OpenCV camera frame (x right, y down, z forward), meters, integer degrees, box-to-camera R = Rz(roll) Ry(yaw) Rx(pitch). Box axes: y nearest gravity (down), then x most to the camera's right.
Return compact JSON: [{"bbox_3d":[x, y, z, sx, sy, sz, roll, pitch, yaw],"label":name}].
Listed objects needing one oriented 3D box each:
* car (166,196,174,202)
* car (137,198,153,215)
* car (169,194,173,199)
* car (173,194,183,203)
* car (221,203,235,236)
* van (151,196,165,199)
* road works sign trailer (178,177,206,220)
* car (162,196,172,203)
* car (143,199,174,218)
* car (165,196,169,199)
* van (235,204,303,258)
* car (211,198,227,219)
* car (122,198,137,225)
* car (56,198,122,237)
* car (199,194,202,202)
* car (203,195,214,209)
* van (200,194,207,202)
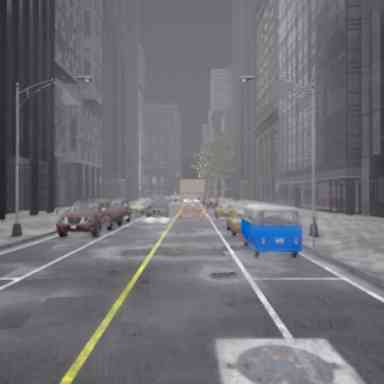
[{"bbox_3d":[-5.610,1.784,86.048,1.802,1.307,4.206,0,0,0],"label":"car"},{"bbox_3d":[-5.643,1.588,35.090,1.752,1.417,4.829,0,0,1],"label":"car"},{"bbox_3d":[-5.621,1.582,69.131,1.967,1.590,4.097,0,0,0],"label":"car"},{"bbox_3d":[-2.951,1.658,73.908,1.812,1.442,4.674,0,0,0],"label":"car"},{"bbox_3d":[2.873,1.567,18.525,1.752,1.417,4.829,0,0,0],"label":"car"},{"bbox_3d":[-5.631,1.432,52.214,1.690,1.788,3.998,0,0,0],"label":"van"},{"bbox_3d":[0.020,0.520,28.951,2.380,3.560,2.880,0,0,0],"label":"road works sign trailer"},{"bbox_3d":[-5.617,1.707,74.769,1.887,1.381,4.507,0,0,0],"label":"car"},{"bbox_3d":[-3.076,1.621,30.947,1.994,1.385,4.181,0,0,0],"label":"car"},{"bbox_3d":[-5.628,1.671,57.852,1.947,1.339,4.313,0,0,0],"label":"car"},{"bbox_3d":[2.868,1.373,12.714,1.690,1.788,3.998,0,0,0],"label":"van"},{"bbox_3d":[2.886,1.581,29.838,1.752,1.417,4.829,0,0,1],"label":"car"},{"bbox_3d":[-5.650,1.365,24.022,2.192,1.841,5.009,0,0,0],"label":"car"},{"bbox_3d":[-5.654,1.356,18.382,2.192,1.841,5.009,0,0,0],"label":"car"},{"bbox_3d":[2.901,1.438,63.473,2.192,1.841,5.009,0,0,0],"label":"car"},{"bbox_3d":[2.890,1.519,46.555,1.967,1.590,4.097,0,0,0],"label":"car"},{"bbox_3d":[2.916,1.543,86.031,1.690,1.788,3.998,0,0,0],"label":"van"}]
